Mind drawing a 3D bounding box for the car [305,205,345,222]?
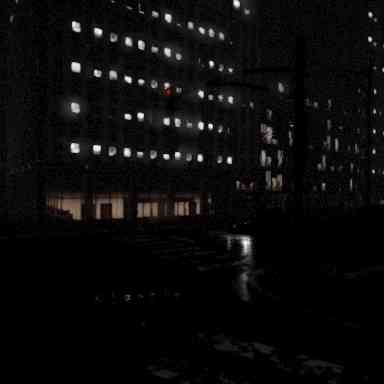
[{"bbox_3d":[11.817,1.807,29.273,4.403,1.369,2.008,0,1,-34],"label":"car"}]

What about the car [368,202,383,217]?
[{"bbox_3d":[21.031,1.827,35.584,4.829,1.417,1.752,0,1,-34],"label":"car"}]

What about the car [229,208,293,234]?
[{"bbox_3d":[4.472,1.777,21.254,4.674,1.442,1.812,0,1,-34],"label":"car"}]

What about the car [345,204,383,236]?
[{"bbox_3d":[11.597,1.669,19.566,5.009,1.841,2.192,0,1,-34],"label":"car"}]
